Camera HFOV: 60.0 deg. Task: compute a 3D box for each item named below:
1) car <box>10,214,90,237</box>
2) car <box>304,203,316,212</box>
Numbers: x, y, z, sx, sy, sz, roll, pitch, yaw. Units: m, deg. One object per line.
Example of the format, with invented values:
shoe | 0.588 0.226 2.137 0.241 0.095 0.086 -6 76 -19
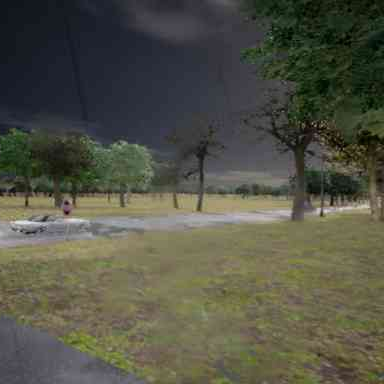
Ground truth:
car | -9.048 2.099 21.696 1.895 1.301 4.718 2 -1 36
car | 27.139 3.520 76.770 2.150 2.045 5.566 1 -1 31
